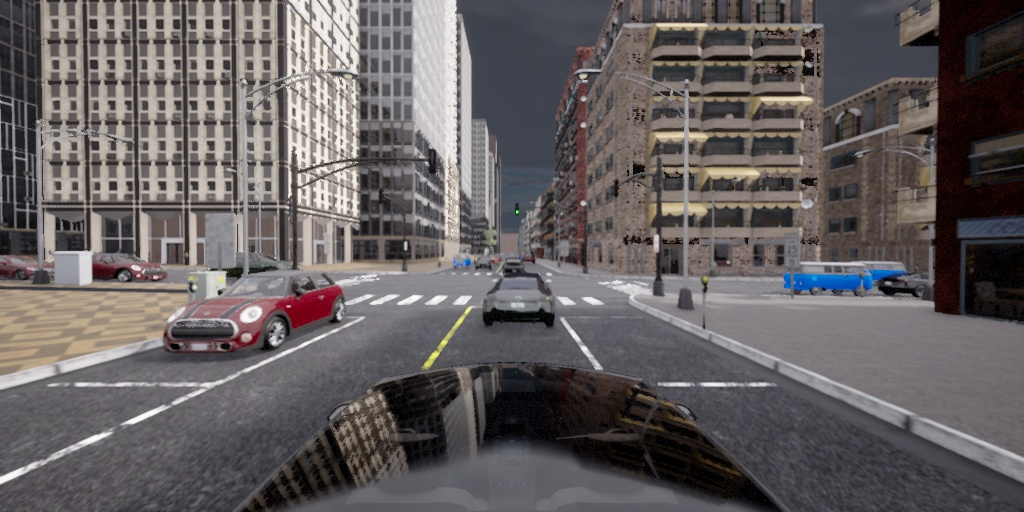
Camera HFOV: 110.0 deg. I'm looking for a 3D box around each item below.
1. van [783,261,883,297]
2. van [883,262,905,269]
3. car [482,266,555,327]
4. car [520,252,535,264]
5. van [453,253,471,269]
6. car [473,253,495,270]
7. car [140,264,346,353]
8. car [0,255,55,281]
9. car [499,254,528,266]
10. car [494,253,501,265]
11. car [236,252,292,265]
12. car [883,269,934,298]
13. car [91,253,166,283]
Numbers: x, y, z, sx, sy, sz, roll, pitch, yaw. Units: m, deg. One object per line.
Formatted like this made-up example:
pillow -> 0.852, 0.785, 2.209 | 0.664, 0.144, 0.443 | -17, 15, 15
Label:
van -> 16.910, 1.226, 19.248 | 3.998, 1.789, 1.690 | 0, 0, 0
van -> 27.916, 1.316, 27.795 | 3.998, 1.789, 1.690 | 0, 0, 0
car -> 0.293, 1.192, 11.115 | 1.994, 1.385, 4.181 | 0, 1, 4
car -> 2.683, 0.355, 57.650 | 2.192, 1.841, 5.009 | 0, 0, 0
van -> -5.695, 0.588, 40.996 | 1.690, 1.789, 3.998 | 0, 0, 0
car -> -3.126, 0.765, 39.876 | 1.837, 1.490, 4.892 | 0, 1, -2
car -> -5.691, 1.101, 8.525 | 1.967, 1.591, 4.097 | 0, 0, 0
car -> -26.723, 0.624, 19.269 | 4.207, 1.307, 1.802 | 0, 0, 0
car -> 0.120, 0.887, 31.014 | 1.837, 1.490, 4.892 | 1, 1, 0
car -> -3.080, 0.450, 52.923 | 2.097, 1.767, 4.553 | 0, 1, 0
car -> -15.535, 0.574, 21.946 | 4.553, 1.767, 2.097 | 1, 1, -2
car -> 22.450, 1.556, 19.433 | 4.313, 1.339, 1.948 | 0, 0, 0
car -> -21.149, 0.590, 19.284 | 4.097, 1.591, 1.967 | 0, 0, 0
